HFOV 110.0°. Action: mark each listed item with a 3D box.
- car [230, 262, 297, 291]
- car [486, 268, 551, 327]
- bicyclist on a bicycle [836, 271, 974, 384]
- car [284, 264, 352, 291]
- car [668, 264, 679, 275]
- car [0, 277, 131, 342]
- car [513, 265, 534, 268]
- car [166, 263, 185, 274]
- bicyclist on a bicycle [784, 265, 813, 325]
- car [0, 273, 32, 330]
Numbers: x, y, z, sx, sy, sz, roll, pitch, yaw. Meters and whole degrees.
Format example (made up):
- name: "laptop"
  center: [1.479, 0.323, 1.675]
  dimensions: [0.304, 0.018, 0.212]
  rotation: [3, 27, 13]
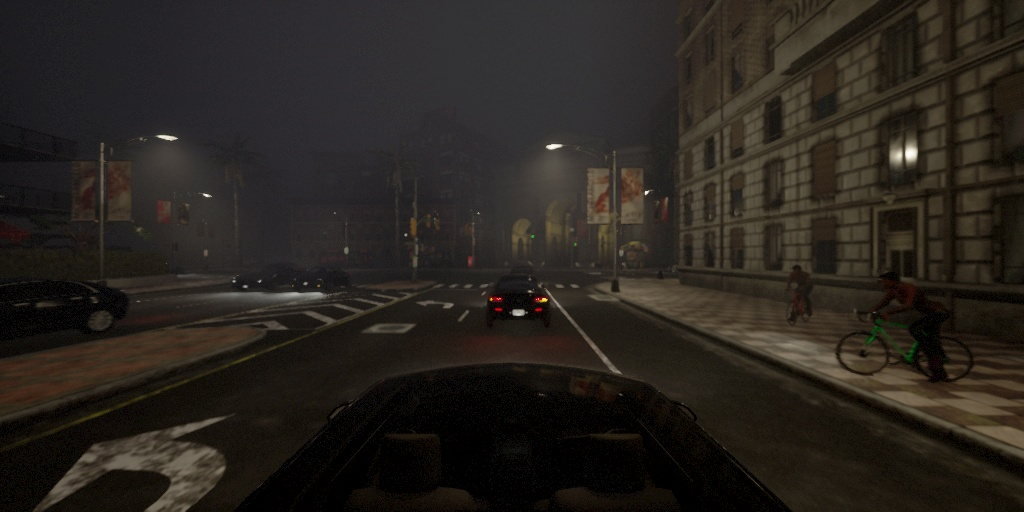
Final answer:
- name: "car"
  center: [-15.117, 1.326, 22.635]
  dimensions: [2.033, 1.411, 5.357]
  rotation: [0, 0, -6]
- name: "car"
  center: [0.204, 1.293, 11.520]
  dimensions: [1.812, 1.442, 4.674]
  rotation: [0, 0, 1]
- name: "bicyclist on a bicycle"
  center: [5.911, 1.060, 5.436]
  dimensions: [1.656, 1.620, 0.582]
  rotation: [0, 0, 16]
- name: "car"
  center: [-11.441, 1.343, 21.831]
  dimensions: [1.994, 1.385, 4.181]
  rotation: [0, 0, -1]
- name: "car"
  center: [19.291, 1.348, 37.709]
  dimensions: [4.674, 1.442, 1.812]
  rotation: [0, 0, 1]
- name: "car"
  center: [-11.530, 1.259, 7.864]
  dimensions: [1.837, 1.490, 4.892]
  rotation: [0, 0, 1]
- name: "car"
  center: [0.772, 1.313, 23.483]
  dimensions: [1.812, 1.442, 4.674]
  rotation: [0, 0, 8]
- name: "car"
  center: [-38.197, 1.358, 38.978]
  dimensions: [4.181, 1.385, 1.994]
  rotation: [0, 0, 1]
- name: "bicyclist on a bicycle"
  center: [7.936, 1.069, 9.905]
  dimensions: [1.656, 1.620, 0.582]
  rotation: [0, 0, -33]
- name: "car"
  center: [-15.034, 1.245, 7.968]
  dimensions: [2.128, 1.511, 4.902]
  rotation: [0, 0, 1]
